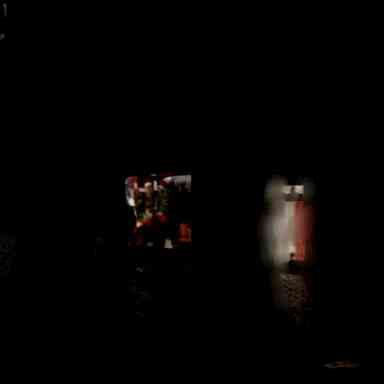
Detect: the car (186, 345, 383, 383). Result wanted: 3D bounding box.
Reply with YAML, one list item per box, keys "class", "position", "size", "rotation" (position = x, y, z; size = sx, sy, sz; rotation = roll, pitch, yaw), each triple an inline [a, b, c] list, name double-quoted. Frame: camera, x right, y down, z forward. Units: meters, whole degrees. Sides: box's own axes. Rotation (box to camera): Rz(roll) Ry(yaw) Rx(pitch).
- class: "car"
  position: [1.710, 1.560, 1.670]
  size: [4.313, 1.339, 1.947]
  rotation: [-1, -1, 36]
